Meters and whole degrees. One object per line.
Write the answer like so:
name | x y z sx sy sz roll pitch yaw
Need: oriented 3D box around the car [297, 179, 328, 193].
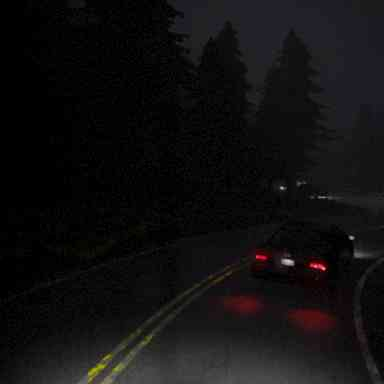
car | 13.479 -0.370 37.550 1.994 1.385 4.181 -1 5 -9

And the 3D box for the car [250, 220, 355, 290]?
car | 3.314 1.517 9.283 2.033 1.411 5.357 3 2 30

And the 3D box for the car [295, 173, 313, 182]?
car | 22.206 -2.923 65.731 2.128 1.511 4.902 3 6 34
